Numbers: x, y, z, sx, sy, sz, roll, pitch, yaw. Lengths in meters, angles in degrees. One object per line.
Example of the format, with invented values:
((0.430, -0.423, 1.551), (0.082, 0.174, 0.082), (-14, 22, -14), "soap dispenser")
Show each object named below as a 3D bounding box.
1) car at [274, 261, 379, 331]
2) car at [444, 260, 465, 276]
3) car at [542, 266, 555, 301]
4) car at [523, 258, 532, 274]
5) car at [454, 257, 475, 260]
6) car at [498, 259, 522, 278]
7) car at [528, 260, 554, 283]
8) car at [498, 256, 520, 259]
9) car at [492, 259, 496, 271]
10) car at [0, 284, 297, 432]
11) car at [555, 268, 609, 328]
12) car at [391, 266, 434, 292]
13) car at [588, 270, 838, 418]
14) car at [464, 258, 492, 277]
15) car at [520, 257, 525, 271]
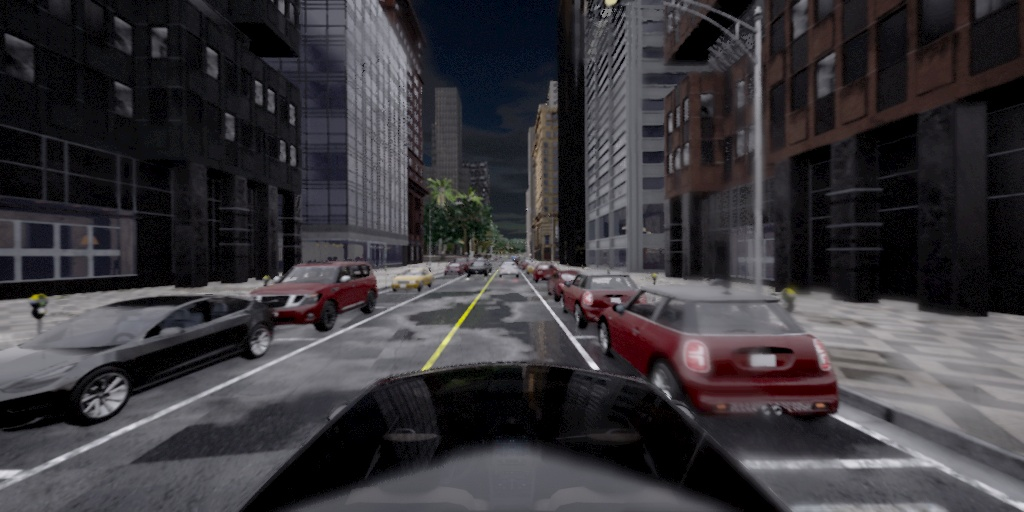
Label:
((-5.837, 1.097, 11.212), (2.192, 1.841, 5.009), (0, 0, -1), "car")
((-6.113, 1.358, 38.340), (1.802, 1.307, 4.207), (0, 0, -1), "car")
((2.633, 1.308, 16.719), (1.802, 1.307, 4.207), (0, 0, -1), "car")
((2.410, 1.247, 38.588), (1.751, 1.417, 4.829), (0, 0, -1), "car")
((-6.168, 1.092, 43.766), (2.192, 1.841, 5.009), (0, 0, -1), "car")
((-0.279, 1.265, 34.409), (1.812, 1.442, 4.674), (0, 0, 0), "car")
((2.522, 1.268, 27.569), (1.888, 1.381, 4.507), (0, 0, -1), "car")
((-0.402, 1.093, 48.180), (2.097, 1.767, 4.553), (0, 0, 0), "car")
((-3.411, 1.352, 43.966), (1.994, 1.385, 4.181), (0, 0, -1), "car")
((-5.781, 1.350, 5.786), (1.948, 1.339, 4.313), (0, 0, -1), "car")
((2.688, 1.168, 11.295), (1.967, 1.591, 4.097), (0, 0, -1), "car")
((-5.945, 1.303, 21.893), (1.751, 1.417, 4.829), (0, 0, -1), "car")
((2.743, 1.170, 5.870), (1.967, 1.591, 4.097), (0, 0, -1), "car")
((-3.332, 1.236, 36.166), (1.882, 1.535, 5.008), (0, 0, -1), "car")
((2.301, 1.164, 49.267), (1.967, 1.591, 4.097), (0, 0, -1), "car")
